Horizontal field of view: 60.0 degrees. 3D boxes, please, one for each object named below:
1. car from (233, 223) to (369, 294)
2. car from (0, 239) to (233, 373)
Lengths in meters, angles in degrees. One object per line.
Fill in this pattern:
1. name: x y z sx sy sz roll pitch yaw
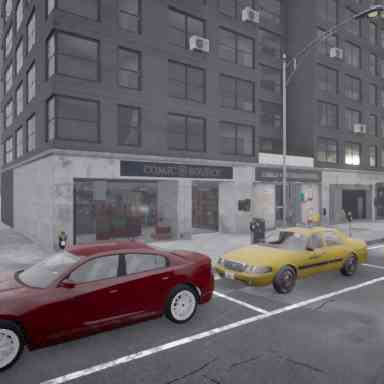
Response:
1. car: 2.791 1.525 8.768 4.829 1.417 1.752 0 0 -36
2. car: -1.682 1.545 5.569 4.507 1.381 1.887 0 0 -36
